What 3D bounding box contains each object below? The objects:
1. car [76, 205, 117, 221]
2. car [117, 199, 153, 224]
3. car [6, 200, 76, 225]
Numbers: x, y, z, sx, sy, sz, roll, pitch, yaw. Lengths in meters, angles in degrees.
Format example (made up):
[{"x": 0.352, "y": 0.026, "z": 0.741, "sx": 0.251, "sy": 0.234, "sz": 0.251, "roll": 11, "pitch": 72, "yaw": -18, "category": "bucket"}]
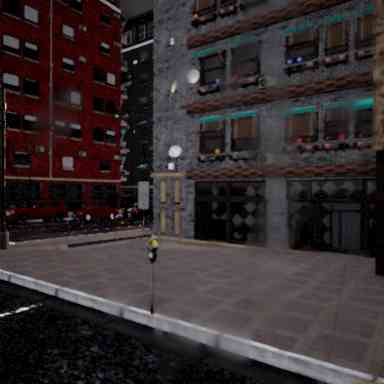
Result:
[{"x": -8.948, "y": 1.870, "z": 30.889, "sx": 1.887, "sy": 1.381, "sz": 4.507, "roll": -1, "pitch": -1, "yaw": 35, "category": "car"}, {"x": -3.395, "y": 1.607, "z": 28.726, "sx": 2.150, "sy": 2.045, "sz": 5.566, "roll": 0, "pitch": -1, "yaw": 36, "category": "car"}, {"x": -12.239, "y": 1.537, "z": 26.247, "sx": 2.192, "sy": 1.841, "sz": 5.009, "roll": -1, "pitch": -1, "yaw": 35, "category": "car"}]
